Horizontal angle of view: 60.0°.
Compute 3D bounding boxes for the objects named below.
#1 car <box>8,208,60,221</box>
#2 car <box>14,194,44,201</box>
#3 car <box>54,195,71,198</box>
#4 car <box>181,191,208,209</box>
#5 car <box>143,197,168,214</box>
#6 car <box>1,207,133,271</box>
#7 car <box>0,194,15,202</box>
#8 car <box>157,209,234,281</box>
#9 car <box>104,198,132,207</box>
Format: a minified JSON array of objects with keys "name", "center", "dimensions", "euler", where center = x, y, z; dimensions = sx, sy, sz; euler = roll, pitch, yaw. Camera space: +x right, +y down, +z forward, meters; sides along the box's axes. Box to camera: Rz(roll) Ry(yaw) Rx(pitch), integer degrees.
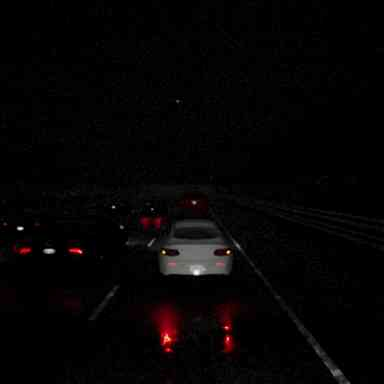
[{"name":"car","center":[-6.851,1.415,15.340],"dimensions":[1.994,1.385,4.181],"euler":[0,1,0]},{"name":"car","center":[-20.906,1.171,43.852],"dimensions":[1.895,1.301,4.718],"euler":[0,1,0]},{"name":"car","center":[-17.399,1.086,44.778],"dimensions":[1.812,1.442,4.674],"euler":[0,0,0]},{"name":"car","center":[0.207,0.934,29.278],"dimensions":[2.150,2.045,5.566],"euler":[0,0,0]},{"name":"car","center":[-3.289,1.196,30.234],"dimensions":[2.128,1.511,4.902],"euler":[0,1,0]},{"name":"car","center":[-3.391,1.446,10.493],"dimensions":[2.033,1.411,5.357],"euler":[0,1,1]},{"name":"car","center":[-24.395,1.065,44.784],"dimensions":[1.837,1.490,4.892],"euler":[0,1,0]},{"name":"car","center":[0.065,1.434,9.418],"dimensions":[1.812,1.442,4.674],"euler":[0,1,-1]},{"name":"car","center":[-6.785,1.263,30.833],"dimensions":[1.994,1.385,4.181],"euler":[0,1,0]}]
